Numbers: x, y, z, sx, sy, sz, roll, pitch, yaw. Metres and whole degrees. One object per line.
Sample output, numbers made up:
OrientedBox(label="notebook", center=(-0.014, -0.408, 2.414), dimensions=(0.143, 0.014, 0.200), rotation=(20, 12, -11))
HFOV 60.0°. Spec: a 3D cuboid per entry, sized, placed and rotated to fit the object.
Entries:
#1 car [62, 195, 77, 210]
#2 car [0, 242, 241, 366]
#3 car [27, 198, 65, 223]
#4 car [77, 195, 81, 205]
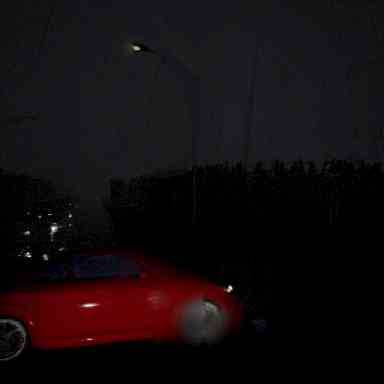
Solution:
OrientedBox(label="car", center=(-15.053, 1.373, 39.426), dimensions=(1.812, 1.442, 4.674), rotation=(0, 0, -16))
OrientedBox(label="car", center=(-1.316, 1.558, 5.523), dimensions=(4.181, 1.385, 1.994), rotation=(0, 0, -15))
OrientedBox(label="car", center=(-10.753, 1.409, 24.385), dimensions=(1.837, 1.490, 4.892), rotation=(0, 0, -16))
OrientedBox(label="car", center=(-19.261, 1.290, 54.428), dimensions=(2.128, 1.511, 4.902), rotation=(0, 0, -16))
